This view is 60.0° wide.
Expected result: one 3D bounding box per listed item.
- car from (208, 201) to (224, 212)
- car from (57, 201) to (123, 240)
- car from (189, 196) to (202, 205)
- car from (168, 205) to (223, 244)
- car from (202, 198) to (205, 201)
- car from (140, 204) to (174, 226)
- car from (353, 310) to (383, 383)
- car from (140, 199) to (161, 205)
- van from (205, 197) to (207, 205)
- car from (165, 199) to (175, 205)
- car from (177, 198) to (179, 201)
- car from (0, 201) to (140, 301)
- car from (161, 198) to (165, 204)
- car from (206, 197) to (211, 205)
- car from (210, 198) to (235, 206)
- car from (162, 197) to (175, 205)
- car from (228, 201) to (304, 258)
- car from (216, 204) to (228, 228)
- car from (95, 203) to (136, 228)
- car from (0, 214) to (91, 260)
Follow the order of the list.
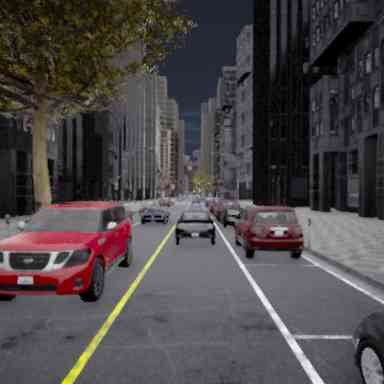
[{"bbox_3d":[3.282,2.003,46.404,1.887,1.381,4.507,0,-1,1],"label":"car"},{"bbox_3d":[-5.566,1.461,18.940,2.192,1.841,5.009,0,-1,1],"label":"car"},{"bbox_3d":[0.860,2.093,75.261,2.128,1.511,4.902,0,-1,1],"label":"car"},{"bbox_3d":[0.171,1.651,16.770,2.128,1.511,4.902,0,-1,1],"label":"car"},{"bbox_3d":[3.476,2.185,62.940,1.947,1.339,4.313,0,-1,1],"label":"car"},{"bbox_3d":[-2.775,1.830,26.049,1.895,1.301,4.718,0,-1,1],"label":"car"},{"bbox_3d":[2.763,1.590,2.309,2.008,1.369,4.403,0,-1,1],"label":"car"},{"bbox_3d":[-5.307,1.797,40.989,1.967,1.590,4.097,0,-1,1],"label":"car"},{"bbox_3d":[3.347,1.853,51.918,1.690,1.788,3.998,0,-1,1],"label":"van"},{"bbox_3d":[-4.921,2.201,73.893,1.752,1.417,4.829,0,-1,1],"label":"car"},{"bbox_3d":[-4.854,2.282,79.575,2.008,1.369,4.403,0,-1,1],"label":"car"},{"bbox_3d":[-3.020,1.286,8.872,2.150,2.045,5.566,0,0,1],"label":"car"},{"bbox_3d":[-5.245,1.934,46.330,1.752,1.417,4.829,0,-1,1],"label":"car"},{"bbox_3d":[3.218,1.721,40.895,2.192,1.841,5.009,0,-1,1],"label":"car"},{"bbox_3d":[3.088,1.615,29.871,2.192,1.841,5.009,0,-1,1],"label":"car"},{"bbox_3d":[-5.048,1.885,63.040,2.192,1.841,5.009,0,-1,1],"label":"car"},{"bbox_3d":[2.894,1.457,13.335,2.192,1.841,5.009,0,-1,1],"label":"car"},{"bbox_3d":[3.022,1.813,24.356,1.947,1.339,4.313,0,-1,1],"label":"car"},{"bbox_3d":[-5.502,1.638,24.451,1.967,1.590,4.097,0,-1,1],"label":"car"},{"bbox_3d":[-5.632,1.676,13.425,1.802,1.307,4.206,0,-1,1],"label":"car"}]
